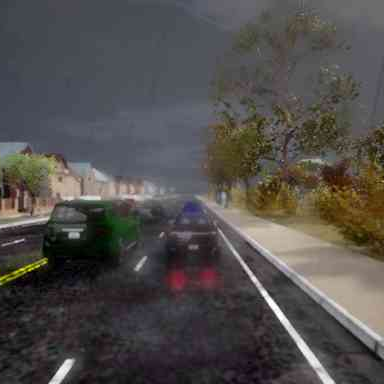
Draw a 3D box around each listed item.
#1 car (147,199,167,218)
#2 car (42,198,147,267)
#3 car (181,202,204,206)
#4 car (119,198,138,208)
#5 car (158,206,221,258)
[{"bbox_3d":[-3.179,1.592,27.969,2.128,1.511,4.902,0,0,0],"label":"car"},{"bbox_3d":[-3.187,1.263,11.727,2.150,2.045,5.566,0,0,0],"label":"car"},{"bbox_3d":[0.083,1.584,29.600,1.882,1.535,5.008,0,0,0],"label":"car"},{"bbox_3d":[-9.814,1.672,51.766,1.882,1.535,5.008,0,-1,0],"label":"car"},{"bbox_3d":[0.070,1.536,12.946,2.128,1.511,4.902,0,0,0],"label":"car"}]
